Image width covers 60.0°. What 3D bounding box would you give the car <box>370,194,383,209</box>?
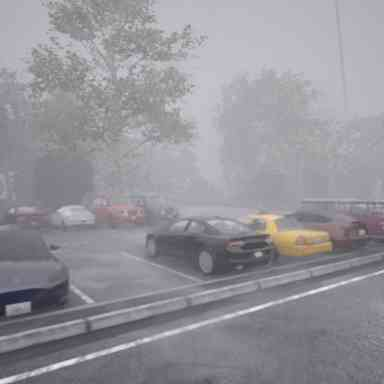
[{"bbox_3d":[28.656,1.354,47.223,2.435,2.045,5.566,0,0,-36],"label":"car"}]

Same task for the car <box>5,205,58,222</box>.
[{"bbox_3d":[-9.761,1.521,19.572,2.097,1.535,5.008,0,0,-36],"label":"car"}]

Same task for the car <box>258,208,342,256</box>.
[{"bbox_3d":[2.464,1.491,12.486,1.946,1.575,5.366,0,0,-36],"label":"car"}]

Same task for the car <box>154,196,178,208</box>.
[{"bbox_3d":[-3.064,1.280,24.357,2.435,2.045,5.566,0,0,-36],"label":"car"}]

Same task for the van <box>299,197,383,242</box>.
[{"bbox_3d":[7.194,1.278,15.513,1.878,1.987,4.442,0,0,-36],"label":"van"}]

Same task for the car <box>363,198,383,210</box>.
[{"bbox_3d":[26.436,1.629,45.556,2.163,1.488,4.792,0,0,-36],"label":"car"}]

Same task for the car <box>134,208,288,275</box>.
[{"bbox_3d":[0.302,1.489,10.697,2.097,1.535,5.008,0,0,-36],"label":"car"}]

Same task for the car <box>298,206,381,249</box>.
[{"bbox_3d":[4.832,1.529,13.995,2.163,1.488,4.792,0,0,-36],"label":"car"}]

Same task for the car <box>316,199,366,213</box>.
[{"bbox_3d":[17.398,1.580,39.104,2.231,1.521,4.892,0,0,-36],"label":"car"}]

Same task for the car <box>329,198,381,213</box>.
[{"bbox_3d":[19.765,1.581,40.569,1.946,1.575,5.366,0,0,-36],"label":"car"}]

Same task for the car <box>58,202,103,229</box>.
[{"bbox_3d":[-7.602,1.562,21.127,2.002,1.452,4.674,0,0,-36],"label":"car"}]

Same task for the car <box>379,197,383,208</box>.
[{"bbox_3d":[30.818,1.608,48.970,1.946,1.575,5.366,0,0,-36],"label":"car"}]

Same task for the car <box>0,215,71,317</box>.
[{"bbox_3d":[-4.238,1.518,7.405,2.163,1.488,4.792,0,0,-36],"label":"car"}]

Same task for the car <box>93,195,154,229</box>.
[{"bbox_3d":[-5.225,1.275,22.803,2.435,2.045,5.566,0,0,-36],"label":"car"}]
